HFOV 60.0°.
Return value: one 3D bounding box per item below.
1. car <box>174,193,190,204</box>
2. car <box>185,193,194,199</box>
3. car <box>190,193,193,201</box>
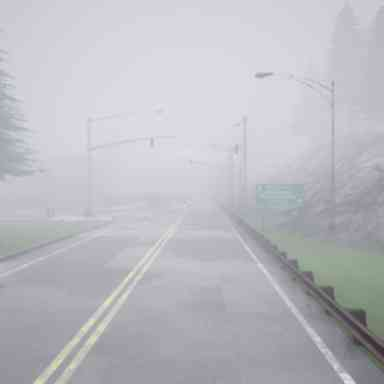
[{"bbox_3d":[-1.770,1.188,54.474,1.837,1.490,4.892,0,0,2],"label":"car"},{"bbox_3d":[-0.687,1.037,85.104,2.033,1.411,5.357,0,0,2],"label":"car"},{"bbox_3d":[-1.206,1.121,69.607,2.128,1.511,4.902,0,0,2],"label":"car"}]
